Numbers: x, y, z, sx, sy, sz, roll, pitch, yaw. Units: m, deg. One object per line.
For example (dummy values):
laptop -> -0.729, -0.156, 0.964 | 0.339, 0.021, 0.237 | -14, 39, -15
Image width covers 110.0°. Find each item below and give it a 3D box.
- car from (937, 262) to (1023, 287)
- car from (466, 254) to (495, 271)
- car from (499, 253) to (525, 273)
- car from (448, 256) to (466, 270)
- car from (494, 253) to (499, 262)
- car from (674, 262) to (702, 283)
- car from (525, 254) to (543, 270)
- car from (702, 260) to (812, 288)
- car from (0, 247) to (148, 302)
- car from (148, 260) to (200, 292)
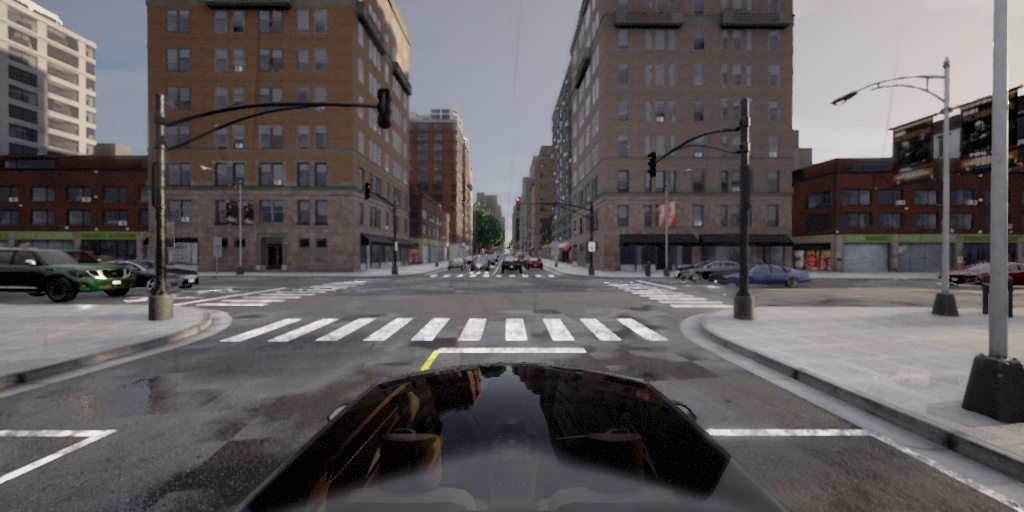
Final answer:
car -> 28.797, 1.106, 21.308 | 5.008, 1.535, 1.882 | 0, 0, 0
car -> -3.255, 0.769, 37.630 | 2.128, 1.511, 4.902 | 0, 1, 0
car -> -0.042, 0.787, 35.150 | 1.882, 1.535, 5.008 | 0, 1, -1
car -> -6.050, 0.800, 39.896 | 2.007, 1.370, 4.403 | 0, 0, -1
car -> -3.386, 0.656, 51.724 | 2.033, 1.411, 5.357 | 0, 1, 0
car -> 13.672, 1.032, 24.468 | 4.902, 1.511, 2.128 | 0, 0, 0
car -> 2.475, 0.794, 39.987 | 1.888, 1.381, 4.507 | 0, 0, -1
car -> 14.614, 1.112, 21.231 | 5.357, 1.411, 2.033 | 0, 0, -4
car -> -18.469, 0.684, 14.256 | 5.566, 2.045, 2.150 | 0, 0, 0
car -> -18.119, 0.936, 17.505 | 4.902, 1.511, 2.128 | 0, 0, -1
